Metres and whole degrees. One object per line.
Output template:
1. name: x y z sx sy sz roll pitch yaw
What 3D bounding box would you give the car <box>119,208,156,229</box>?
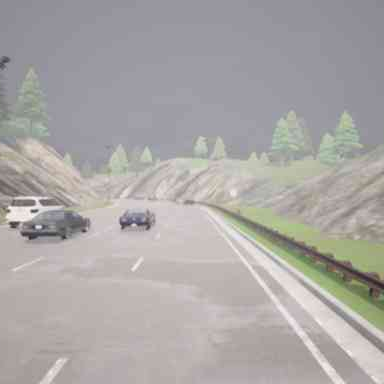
1. car: -3.496 1.720 22.223 1.895 1.301 4.718 0 0 -1

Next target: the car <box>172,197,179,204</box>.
1. car: -2.584 1.864 75.503 1.801 1.575 5.366 0 0 -13

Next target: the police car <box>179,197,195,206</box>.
1. police car: -0.722 1.780 65.387 1.930 1.638 5.238 0 0 -8

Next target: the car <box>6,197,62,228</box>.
1. car: -10.503 1.339 22.932 2.150 2.045 5.566 0 0 -1

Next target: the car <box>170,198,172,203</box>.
1. car: -4.002 1.944 81.265 1.837 1.490 4.892 0 0 -15

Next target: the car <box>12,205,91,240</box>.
1. car: -6.948 1.638 17.532 2.033 1.411 5.357 0 0 0
